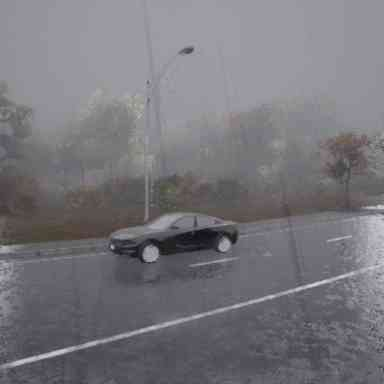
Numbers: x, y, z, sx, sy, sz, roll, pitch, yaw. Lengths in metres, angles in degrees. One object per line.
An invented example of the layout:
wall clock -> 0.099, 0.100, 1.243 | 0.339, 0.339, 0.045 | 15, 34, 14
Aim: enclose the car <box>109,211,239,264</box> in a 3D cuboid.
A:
car -> -0.524, 1.507, 12.206 | 5.008, 1.535, 1.882 | 0, 0, -35
